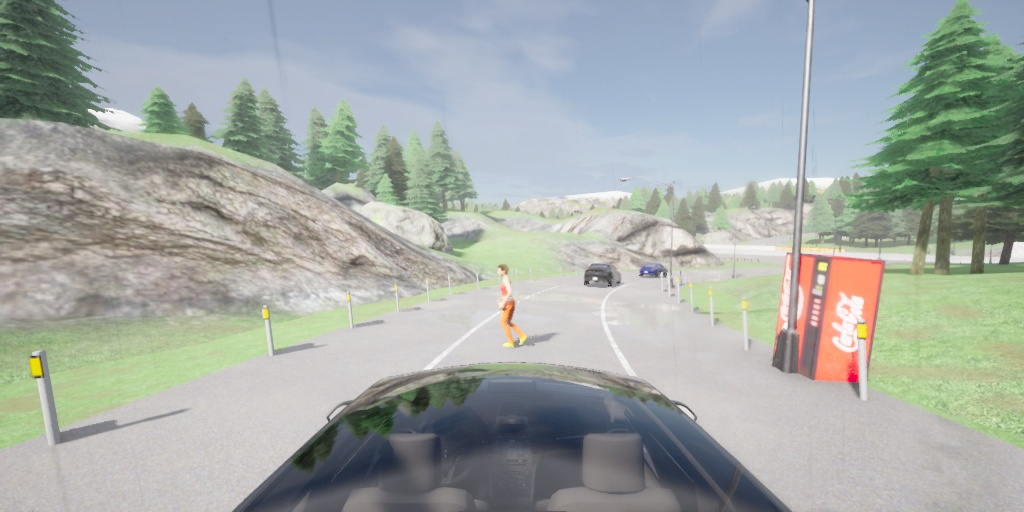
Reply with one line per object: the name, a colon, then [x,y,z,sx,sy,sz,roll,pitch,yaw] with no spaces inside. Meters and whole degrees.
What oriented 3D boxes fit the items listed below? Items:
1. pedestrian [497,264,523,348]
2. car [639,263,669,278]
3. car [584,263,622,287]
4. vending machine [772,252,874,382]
pedestrian: [-0.084,1.029,7.729,0.375,1.860,0.375,-4,4,8]
car: [14.829,1.461,37.253,1.812,1.442,4.674,4,1,42]
car: [6.476,1.270,25.349,1.837,1.490,4.892,2,-1,26]
vending machine: [5.328,0.972,6.307,1.100,2.100,0.880,0,0,7]
